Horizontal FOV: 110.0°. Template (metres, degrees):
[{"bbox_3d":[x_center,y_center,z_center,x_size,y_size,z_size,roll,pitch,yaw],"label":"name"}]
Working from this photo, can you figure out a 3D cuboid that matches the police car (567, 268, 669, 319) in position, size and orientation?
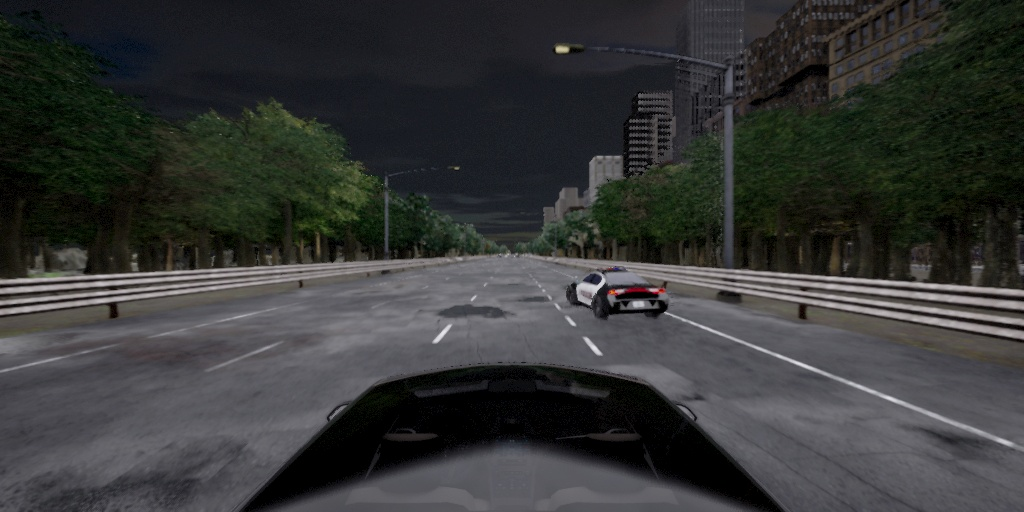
[{"bbox_3d":[3.384,1.199,12.702,2.038,1.542,4.974,-1,0,-6],"label":"police car"}]
